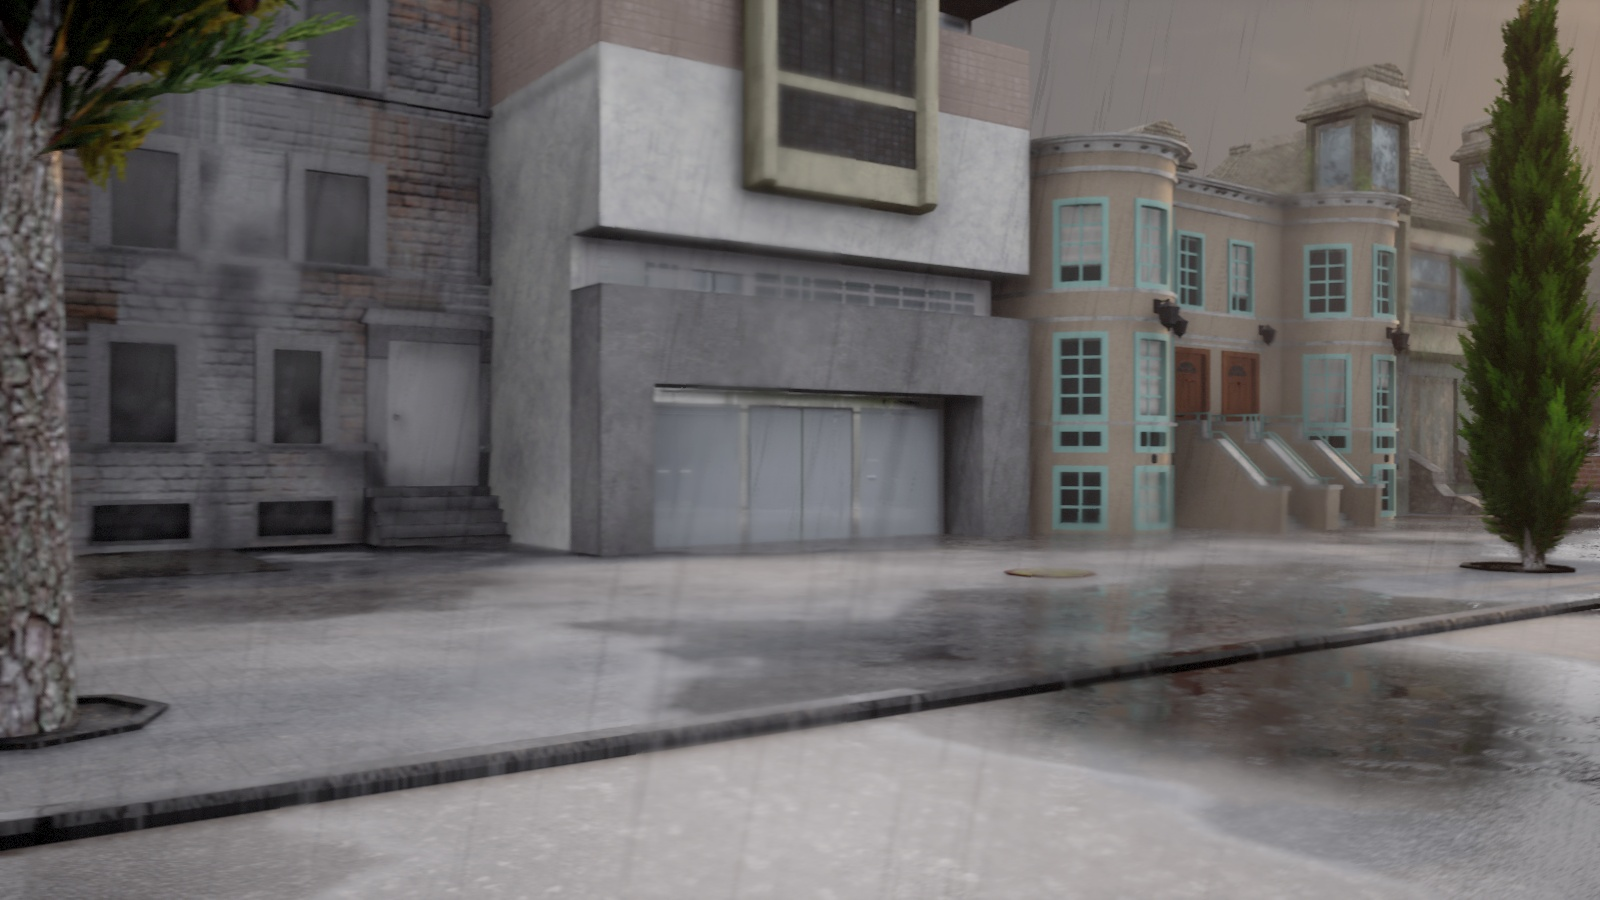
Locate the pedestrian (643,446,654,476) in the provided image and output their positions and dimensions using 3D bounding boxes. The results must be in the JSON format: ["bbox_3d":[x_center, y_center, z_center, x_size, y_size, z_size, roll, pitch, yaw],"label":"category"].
[{"bbox_3d":[-9.295,0.661,77.085,0.354,1.836,0.706,0,0,-37],"label":"pedestrian"}]
